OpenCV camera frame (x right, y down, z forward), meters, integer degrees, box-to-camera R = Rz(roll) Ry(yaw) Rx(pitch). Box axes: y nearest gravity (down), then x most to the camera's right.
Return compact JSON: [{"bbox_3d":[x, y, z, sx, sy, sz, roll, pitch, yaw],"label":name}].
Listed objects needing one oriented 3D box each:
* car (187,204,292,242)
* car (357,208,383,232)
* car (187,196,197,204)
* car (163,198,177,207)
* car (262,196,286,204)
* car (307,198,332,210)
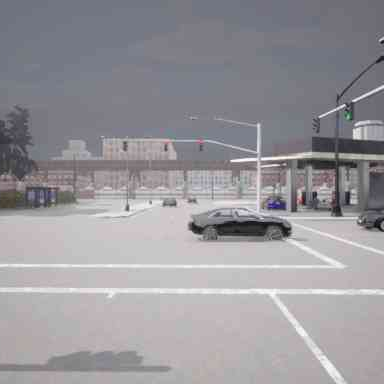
[{"bbox_3d":[2.198,1.491,15.791,4.902,1.511,2.128,0,0,0],"label":"car"},{"bbox_3d":[12.297,1.505,19.562,4.892,1.490,1.837,0,0,-1],"label":"car"},{"bbox_3d":[0.022,1.547,64.404,2.033,1.411,5.357,0,0,0],"label":"car"},{"bbox_3d":[-3.385,1.564,51.769,1.994,1.385,4.181,0,0,0],"label":"car"},{"bbox_3d":[9.724,1.295,39.725,2.242,1.667,4.611,0,0,0],"label":"car"},{"bbox_3d":[15.469,1.456,40.486,1.970,1.475,3.806,0,0,0],"label":"car"}]
